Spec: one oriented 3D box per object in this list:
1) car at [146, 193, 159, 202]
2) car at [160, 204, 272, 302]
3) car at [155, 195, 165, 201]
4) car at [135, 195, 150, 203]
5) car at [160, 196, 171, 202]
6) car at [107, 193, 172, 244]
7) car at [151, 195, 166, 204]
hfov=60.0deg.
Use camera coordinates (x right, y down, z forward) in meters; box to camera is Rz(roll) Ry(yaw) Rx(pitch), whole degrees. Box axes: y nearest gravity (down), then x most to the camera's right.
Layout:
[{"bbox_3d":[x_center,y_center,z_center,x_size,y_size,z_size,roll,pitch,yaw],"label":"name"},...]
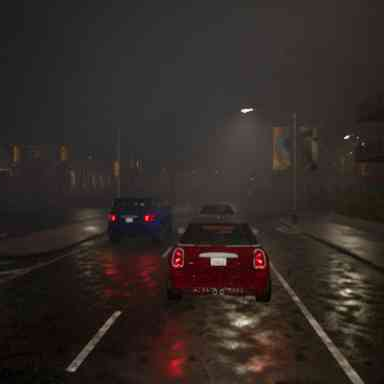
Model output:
[{"bbox_3d":[-9.280,1.201,78.460,2.150,2.045,5.566,0,0,4],"label":"car"},{"bbox_3d":[0.661,1.349,8.484,2.097,1.767,4.553,0,0,4],"label":"car"},{"bbox_3d":[-8.526,1.525,88.579,1.994,1.385,4.181,0,0,4],"label":"car"},{"bbox_3d":[-10.058,1.470,68.056,2.128,1.511,4.902,0,0,4],"label":"car"},{"bbox_3d":[-5.973,1.529,75.743,1.994,1.385,4.181,0,0,4],"label":"car"},{"bbox_3d":[-2.304,1.216,15.964,2.150,2.045,5.566,0,0,4],"label":"car"},{"bbox_3d":[-6.653,1.470,66.865,2.128,1.511,4.902,0,0,5],"label":"car"}]
